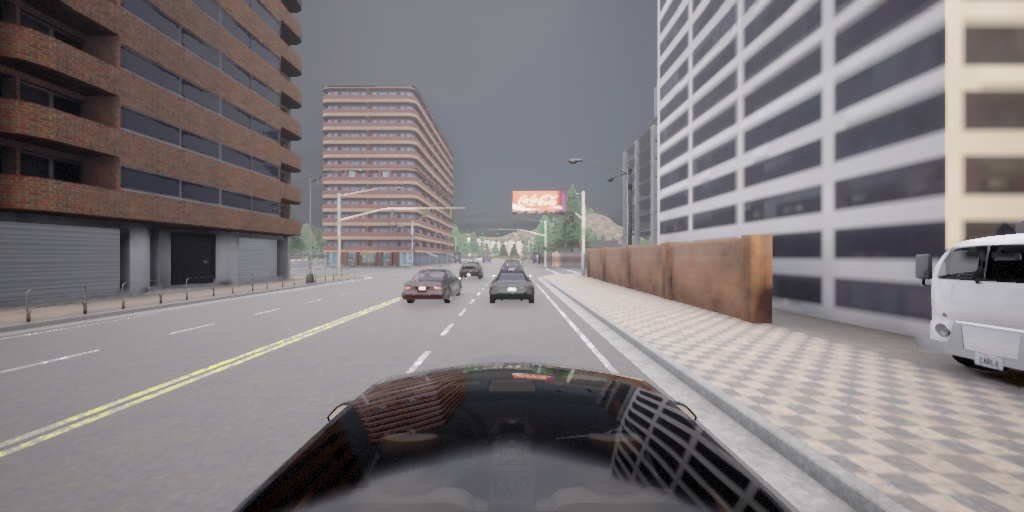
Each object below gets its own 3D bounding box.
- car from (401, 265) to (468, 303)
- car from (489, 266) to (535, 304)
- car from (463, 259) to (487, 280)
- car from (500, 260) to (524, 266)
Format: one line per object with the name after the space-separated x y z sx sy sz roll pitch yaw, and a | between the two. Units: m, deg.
-3.500 1.311 16.500 2.033 1.411 5.357 0 0 0 | car
0.000 1.320 16.500 1.994 1.385 4.181 0 0 0 | car
-3.500 1.265 31.500 1.837 1.490 4.892 0 0 0 | car
0.000 1.114 31.470 2.097 1.767 4.553 0 0 0 | car
